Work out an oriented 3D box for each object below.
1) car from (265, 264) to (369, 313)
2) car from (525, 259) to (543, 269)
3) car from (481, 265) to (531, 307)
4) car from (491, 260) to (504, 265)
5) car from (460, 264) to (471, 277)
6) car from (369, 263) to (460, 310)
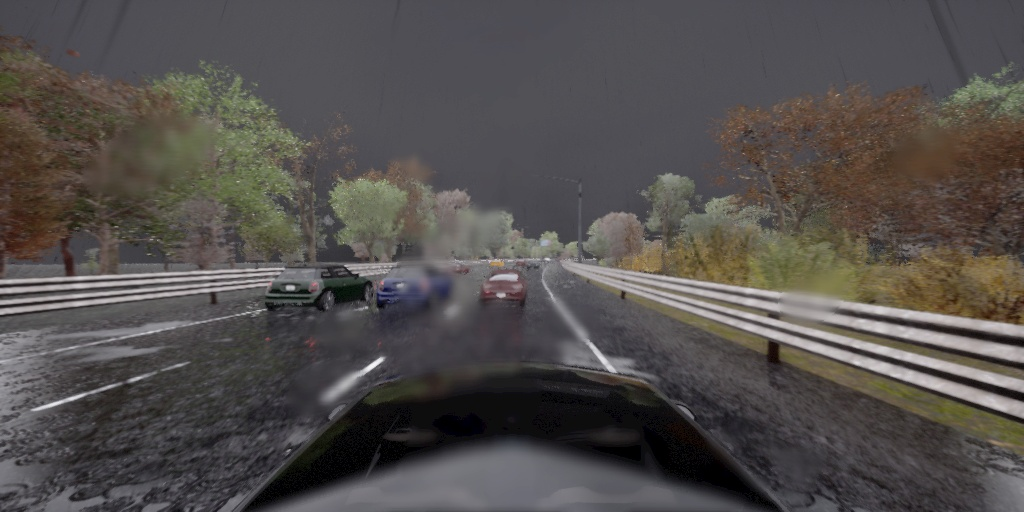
[{"bbox_3d":[-7.354,1.105,14.234,2.097,1.767,4.553,0,0,4],"label":"car"},{"bbox_3d":[3.582,1.491,58.221,1.895,1.301,4.718,0,0,7],"label":"car"},{"bbox_3d":[-0.237,1.302,15.718,1.812,1.442,4.674,0,0,4],"label":"car"},{"bbox_3d":[-2.625,1.373,65.069,1.882,1.535,5.008,0,0,7],"label":"car"},{"bbox_3d":[-5.629,1.413,37.336,1.895,1.301,4.718,0,0,5],"label":"car"},{"bbox_3d":[-3.803,1.116,14.945,2.097,1.767,4.553,0,0,4],"label":"car"}]
